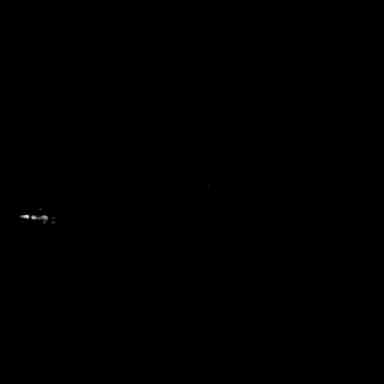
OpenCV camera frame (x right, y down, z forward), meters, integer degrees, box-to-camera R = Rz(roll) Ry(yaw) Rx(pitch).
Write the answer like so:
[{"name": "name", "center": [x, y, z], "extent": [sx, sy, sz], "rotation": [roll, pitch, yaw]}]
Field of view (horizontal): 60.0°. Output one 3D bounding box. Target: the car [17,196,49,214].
[{"name": "car", "center": [-14.150, 1.147, 29.468], "extent": [1.837, 1.490, 4.892], "rotation": [0, 1, -40]}]
